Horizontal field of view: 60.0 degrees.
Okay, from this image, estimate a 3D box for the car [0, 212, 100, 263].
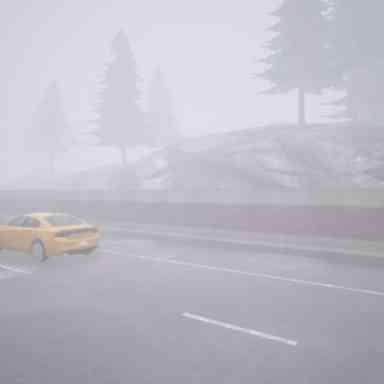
[{"bbox_3d":[-5.505,1.478,12.152,5.008,1.535,1.882,0,0,36],"label":"car"}]
